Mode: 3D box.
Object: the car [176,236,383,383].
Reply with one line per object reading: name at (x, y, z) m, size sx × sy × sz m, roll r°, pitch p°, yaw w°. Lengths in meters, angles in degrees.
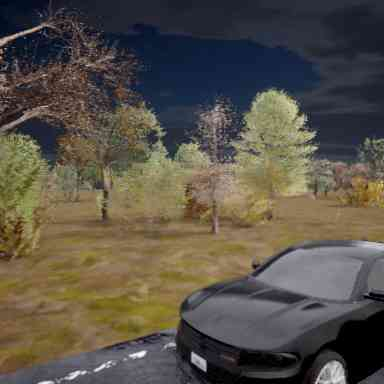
car at (2.104, 1.479, 4.873) m, size 5.008 × 1.535 × 1.882 m, roll 0°, pitch 0°, yaw -35°
